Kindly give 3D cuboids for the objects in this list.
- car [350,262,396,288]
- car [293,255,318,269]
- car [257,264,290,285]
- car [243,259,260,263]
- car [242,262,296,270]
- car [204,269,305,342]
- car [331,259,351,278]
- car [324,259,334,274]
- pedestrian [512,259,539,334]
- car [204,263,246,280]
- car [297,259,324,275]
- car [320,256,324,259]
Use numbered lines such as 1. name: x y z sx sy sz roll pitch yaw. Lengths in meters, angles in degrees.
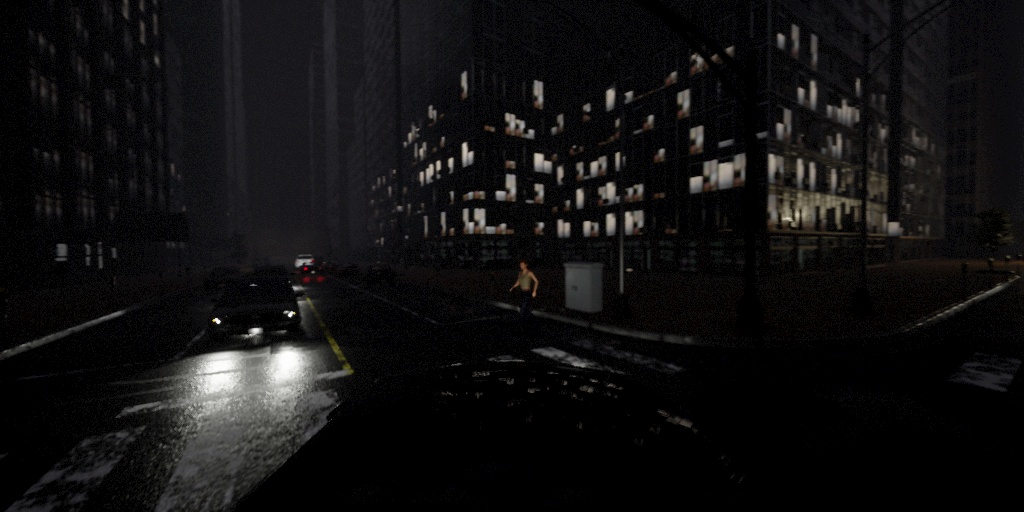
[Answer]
1. car: -8.428 1.170 22.233 2.007 1.370 4.403 0 0 -33
2. car: -27.944 0.833 48.208 2.150 2.045 5.566 -1 1 -33
3. car: -17.865 1.312 26.983 1.895 1.301 4.718 -1 1 -32
4. car: -24.061 1.272 32.118 1.751 1.417 4.829 0 0 -33
5. car: -12.521 1.236 18.620 1.837 1.490 4.892 -1 1 -33
6. car: -7.235 1.300 10.350 2.033 1.411 5.357 -1 1 -33
7. car: -14.513 1.180 31.751 1.802 1.307 4.207 0 0 -33
8. car: -17.556 1.133 36.510 1.888 1.381 4.507 0 0 -33
9. pedestrian: 0.337 0.947 8.718 0.375 1.860 0.375 -2 2 -33
10. car: -18.067 1.334 22.743 1.948 1.339 4.313 0 0 -33
11. car: -20.255 1.236 36.192 1.895 1.301 4.718 -1 1 -33
12. car: -20.599 1.018 41.270 1.967 1.591 4.097 0 0 -33
